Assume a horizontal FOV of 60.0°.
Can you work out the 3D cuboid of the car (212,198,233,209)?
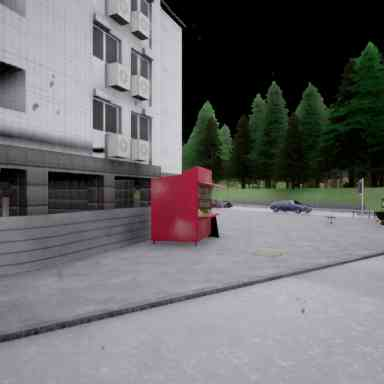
[{"bbox_3d":[3.637,1.564,45.356,1.994,1.385,4.181,0,0,-35],"label":"car"}]

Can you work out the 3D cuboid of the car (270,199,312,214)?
[{"bbox_3d":[10.543,1.526,35.685,1.812,1.442,4.674,0,0,-36],"label":"car"}]
